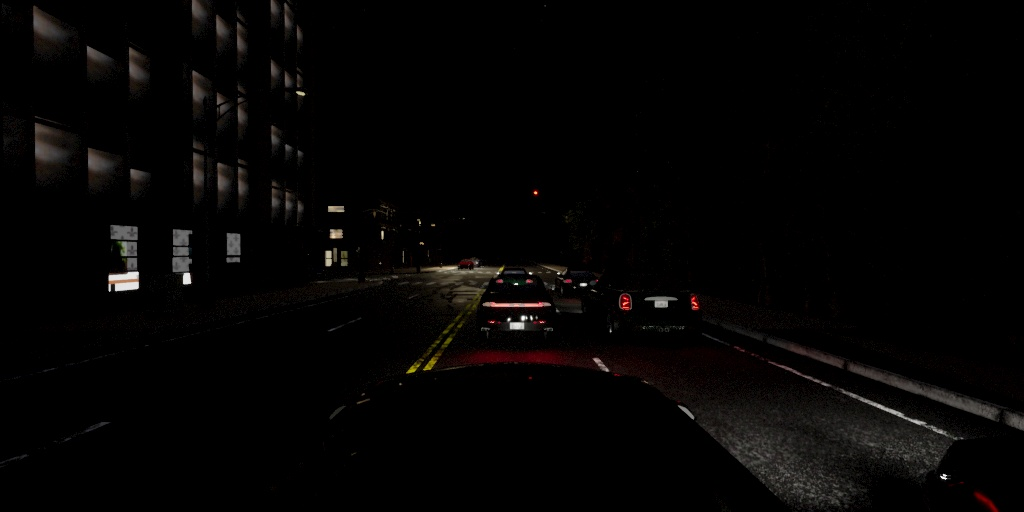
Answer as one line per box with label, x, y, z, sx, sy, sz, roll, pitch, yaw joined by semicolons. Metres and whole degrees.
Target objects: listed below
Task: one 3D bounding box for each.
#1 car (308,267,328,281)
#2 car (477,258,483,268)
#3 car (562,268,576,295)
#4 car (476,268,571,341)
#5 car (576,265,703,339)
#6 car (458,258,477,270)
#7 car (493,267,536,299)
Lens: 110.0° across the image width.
car;-19.704;1.521;33.073;5.008;1.535;1.882;-1;1;0
car;-6.593;1.094;61.276;2.097;1.767;4.553;0;0;0
car;3.363;1.311;18.792;1.994;1.385;4.181;0;0;0
car;0.108;1.240;9.873;2.128;1.511;4.902;0;0;0
car;3.358;1.101;10.184;2.097;1.767;4.553;0;0;0
car;-6.587;1.220;51.479;1.882;1.535;5.008;0;0;0
car;0.117;1.311;18.778;1.994;1.385;4.181;0;0;0
